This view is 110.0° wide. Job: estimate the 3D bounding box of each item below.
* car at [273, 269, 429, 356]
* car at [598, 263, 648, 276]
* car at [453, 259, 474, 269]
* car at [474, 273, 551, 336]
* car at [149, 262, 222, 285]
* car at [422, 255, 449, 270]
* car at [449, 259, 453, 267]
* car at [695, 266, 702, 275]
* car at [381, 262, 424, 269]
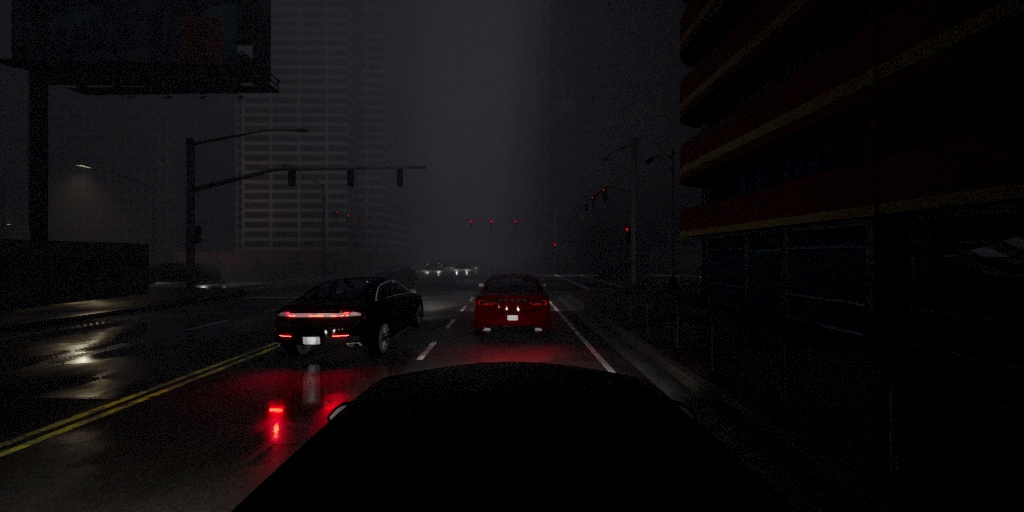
[{"bbox_3d":[-3.477,1.242,8.592,2.128,1.511,4.902,0,0,-1],"label":"car"},{"bbox_3d":[11.322,1.351,36.790,4.718,1.301,1.895,0,0,2],"label":"car"},{"bbox_3d":[-7.495,1.255,55.654,1.837,1.490,4.892,0,0,0],"label":"car"},{"bbox_3d":[0.011,1.228,10.481,1.882,1.535,5.008,0,0,0],"label":"car"},{"bbox_3d":[-23.942,1.228,25.988,5.008,1.535,1.882,0,0,0],"label":"car"},{"bbox_3d":[-10.968,1.102,51.744,2.097,1.767,4.553,0,0,0],"label":"car"},{"bbox_3d":[-11.019,1.297,64.083,2.033,1.411,5.357,0,0,0],"label":"car"},{"bbox_3d":[21.448,1.228,36.741,5.008,1.535,1.882,0,0,0],"label":"car"},{"bbox_3d":[-7.251,1.297,22.203,2.033,1.411,5.357,0,0,0],"label":"car"}]
